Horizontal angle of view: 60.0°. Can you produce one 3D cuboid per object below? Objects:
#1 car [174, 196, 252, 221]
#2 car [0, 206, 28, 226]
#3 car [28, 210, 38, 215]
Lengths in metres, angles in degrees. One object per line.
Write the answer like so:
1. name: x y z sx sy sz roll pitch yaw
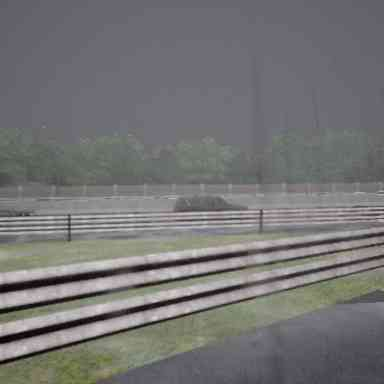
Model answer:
1. car: 1.419 1.279 23.554 5.566 2.045 2.150 -1 1 -9
2. car: -15.067 1.866 24.484 4.718 1.301 1.895 -1 1 -9
3. car: -15.616 1.818 27.940 4.718 1.301 1.895 -1 1 -9
